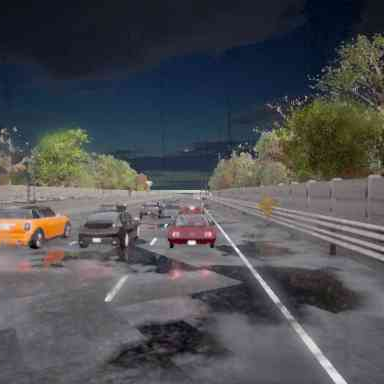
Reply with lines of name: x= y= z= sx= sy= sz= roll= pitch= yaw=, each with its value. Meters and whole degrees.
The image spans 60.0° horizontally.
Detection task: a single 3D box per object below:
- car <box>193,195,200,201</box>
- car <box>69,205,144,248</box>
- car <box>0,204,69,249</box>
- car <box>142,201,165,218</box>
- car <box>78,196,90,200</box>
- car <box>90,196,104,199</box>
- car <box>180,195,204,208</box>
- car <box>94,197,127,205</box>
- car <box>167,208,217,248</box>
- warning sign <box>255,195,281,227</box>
car: x=1.225 y=1.625 z=89.906 sx=1.882 sy=1.535 sz=5.008 roll=0 pitch=0 yaw=0
car: x=-3.500 y=1.520 z=14.650 sx=1.837 sy=1.490 sz=4.892 roll=0 pitch=0 yaw=0
car: x=-7.000 y=1.369 z=14.620 sx=2.097 sy=1.767 sz=4.553 roll=0 pitch=0 yaw=0
car: x=-3.500 y=1.512 z=29.651 sx=2.128 sy=1.511 sz=4.902 roll=0 pitch=0 yaw=0
car: x=-24.500 y=1.615 z=75.958 sx=1.994 sy=1.385 sz=4.181 roll=0 pitch=0 yaw=0
car: x=-21.000 y=1.658 z=75.927 sx=1.895 sy=1.301 sz=4.718 roll=0 pitch=0 yaw=0
car: x=0.000 y=1.383 z=29.621 sx=2.097 sy=1.767 sz=4.553 roll=0 pitch=0 yaw=0
car: x=-7.000 y=1.512 z=29.651 sx=2.128 sy=1.511 sz=4.902 roll=0 pitch=0 yaw=0
car: x=0.000 y=1.620 z=14.680 sx=1.895 sy=1.301 sz=4.718 roll=0 pitch=0 yaw=0
warning sign: x=4.549 y=1.121 z=19.907 sx=1.300 sy=1.860 sz=1.060 roll=0 pitch=0 yaw=0
